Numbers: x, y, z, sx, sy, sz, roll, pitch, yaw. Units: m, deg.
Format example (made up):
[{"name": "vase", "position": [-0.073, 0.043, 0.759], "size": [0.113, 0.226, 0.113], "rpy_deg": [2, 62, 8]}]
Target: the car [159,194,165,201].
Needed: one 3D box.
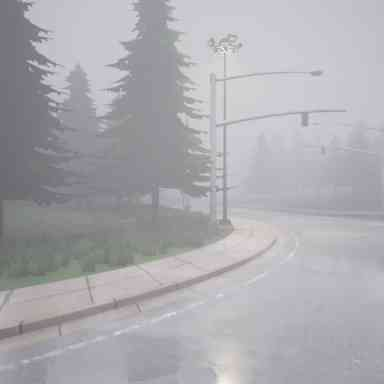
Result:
[{"name": "car", "position": [-7.119, 1.184, 75.170], "size": [2.150, 2.045, 5.566], "rpy_deg": [0, 0, -21]}]

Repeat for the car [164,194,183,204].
[{"name": "car", "position": [-3.236, 1.545, 65.433], "size": [2.033, 1.411, 5.357], "rpy_deg": [0, 0, -21]}]
